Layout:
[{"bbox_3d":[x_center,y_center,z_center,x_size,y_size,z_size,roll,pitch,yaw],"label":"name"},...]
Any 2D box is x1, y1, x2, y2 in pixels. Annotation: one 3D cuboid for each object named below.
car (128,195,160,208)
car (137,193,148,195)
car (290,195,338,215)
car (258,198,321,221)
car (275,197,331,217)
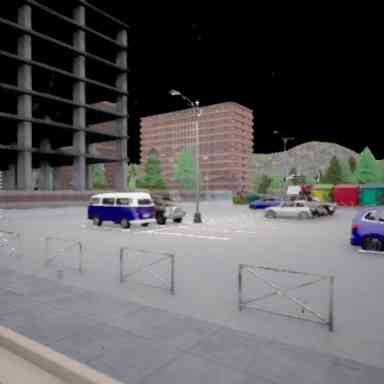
[{"bbox_3d":[-8.464,1.620,59.011,1.895,1.301,4.718,0,0,36],"label":"car"},{"bbox_3d":[-10.774,1.387,81.959,1.851,1.617,3.988,0,0,36],"label":"car"},{"bbox_3d":[10.706,1.169,30.144,4.605,1.855,1.932,0,0,36],"label":"car"},{"bbox_3d":[7.493,1.411,25.583,3.806,1.475,1.970,0,0,36],"label":"car"},{"bbox_3d":[9.182,1.379,27.935,3.905,1.438,1.784,0,0,36],"label":"car"}]
